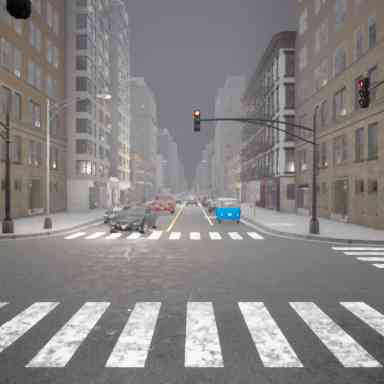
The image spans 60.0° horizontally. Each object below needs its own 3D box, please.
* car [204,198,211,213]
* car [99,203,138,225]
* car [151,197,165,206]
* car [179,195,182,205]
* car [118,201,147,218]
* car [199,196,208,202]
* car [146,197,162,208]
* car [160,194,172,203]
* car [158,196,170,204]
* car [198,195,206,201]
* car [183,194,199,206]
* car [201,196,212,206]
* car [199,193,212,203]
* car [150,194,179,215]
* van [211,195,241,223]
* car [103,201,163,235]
[{"bbox_3d":[2.627,1.580,36.351,1.802,1.307,4.206,0,0,0],"label":"car"},{"bbox_3d":[-5.395,1.549,24.978,2.008,1.369,4.403,0,0,0],"label":"car"},{"bbox_3d":[-5.402,1.556,53.388,1.947,1.339,4.313,0,0,0],"label":"car"},{"bbox_3d":[-2.778,1.587,57.934,1.895,1.301,4.718,0,0,0],"label":"car"},{"bbox_3d":[-5.397,1.543,30.660,1.887,1.381,4.507,0,0,0],"label":"car"},{"bbox_3d":[2.617,1.524,76.120,2.008,1.369,4.403,0,0,0],"label":"car"},{"bbox_3d":[-5.401,1.519,47.536,1.752,1.417,4.829,0,0,0],"label":"car"},{"bbox_3d":[-5.407,1.292,70.432,2.192,1.841,5.009,0,0,0],"label":"car"},{"bbox_3d":[-5.406,1.547,64.751,1.947,1.339,4.313,0,0,0],"label":"car"},{"bbox_3d":[2.614,1.530,87.483,1.947,1.339,4.313,0,0,0],"label":"car"},{"bbox_3d":[-0.015,1.536,54.701,2.033,1.411,5.357,0,0,0],"label":"car"},{"bbox_3d":[2.624,1.576,47.714,1.802,1.307,4.206,0,0,0],"label":"car"},{"bbox_3d":[2.623,1.305,53.395,2.192,1.841,5.009,0,0,0],"label":"car"},{"bbox_3d":[-2.858,1.218,34.503,2.150,2.045,5.566,0,0,0],"label":"car"},{"bbox_3d":[2.630,1.340,24.989,1.690,1.788,3.998,0,0,0],"label":"van"},{"bbox_3d":[-3.168,1.501,18.998,1.837,1.490,4.892,0,0,6],"label":"car"}]
